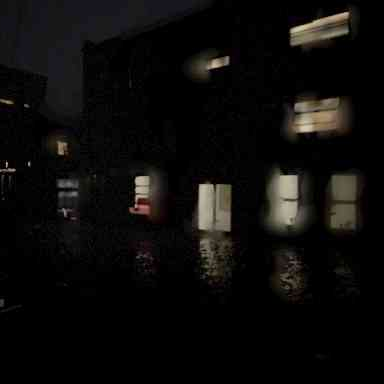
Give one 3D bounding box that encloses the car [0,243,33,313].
[{"bbox_3d":[-4.810,1.492,6.402,4.403,1.369,2.008,1,1,35],"label":"car"}]
